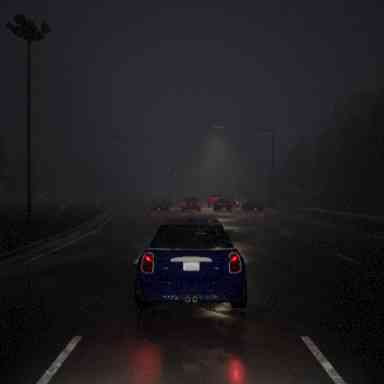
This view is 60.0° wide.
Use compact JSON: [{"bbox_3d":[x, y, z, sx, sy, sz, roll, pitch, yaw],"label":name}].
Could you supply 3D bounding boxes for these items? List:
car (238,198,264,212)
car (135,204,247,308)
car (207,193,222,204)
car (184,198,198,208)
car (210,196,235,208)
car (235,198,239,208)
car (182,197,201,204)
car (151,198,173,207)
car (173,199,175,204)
[{"bbox_3d":[6.917,1.576,38.348,1.895,1.301,4.718,0,0,0],"label":"car"},{"bbox_3d":[-0.018,1.347,8.062,2.097,1.767,4.553,0,0,0],"label":"car"},{"bbox_3d":[3.396,1.190,48.359,2.150,2.045,5.566,0,0,0],"label":"car"},{"bbox_3d":[-0.104,1.569,48.382,1.895,1.301,4.718,0,0,0],"label":"car"},{"bbox_3d":[3.418,1.480,37.894,1.837,1.490,4.892,0,0,0],"label":"car"},{"bbox_3d":[6.896,1.569,48.380,1.895,1.301,4.718,0,0,0],"label":"car"},{"bbox_3d":[-0.083,1.327,38.273,2.097,1.767,4.553,0,0,0],"label":"car"},{"bbox_3d":[-3.583,1.576,38.325,1.895,1.301,4.718,0,0,0],"label":"car"},{"bbox_3d":[-3.604,1.533,48.379,1.994,1.385,4.181,0,0,0],"label":"car"}]
